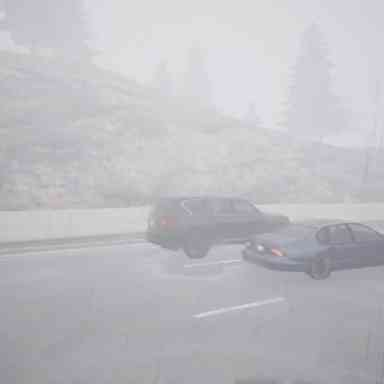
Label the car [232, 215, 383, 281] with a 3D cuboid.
[{"bbox_3d":[4.071,1.492,9.523,5.357,1.411,2.033,0,0,-23],"label":"car"}]

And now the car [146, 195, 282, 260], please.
[{"bbox_3d":[1.112,1.132,12.175,5.566,2.045,2.150,0,0,-26],"label":"car"}]
